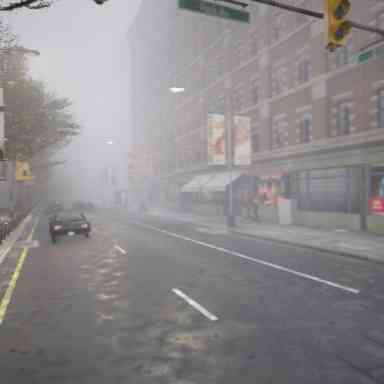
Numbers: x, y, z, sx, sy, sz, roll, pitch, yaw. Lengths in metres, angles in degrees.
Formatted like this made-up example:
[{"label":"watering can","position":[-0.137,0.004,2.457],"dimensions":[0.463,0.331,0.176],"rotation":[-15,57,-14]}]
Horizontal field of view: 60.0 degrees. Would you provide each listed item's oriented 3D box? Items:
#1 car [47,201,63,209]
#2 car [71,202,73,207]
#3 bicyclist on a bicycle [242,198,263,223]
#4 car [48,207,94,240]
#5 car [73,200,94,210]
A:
[{"label":"car","position":[-17.787,1.870,43.282],"dimensions":[1.812,1.442,4.674],"rotation":[-1,0,-23]},{"label":"car","position":[-17.251,1.899,50.762],"dimensions":[1.994,1.385,4.181],"rotation":[-1,0,-24]},{"label":"bicyclist on a bicycle","position":[3.953,1.226,21.788],"dimensions":[1.656,1.620,0.582],"rotation":[-1,0,-24]},{"label":"car","position":[-6.744,1.731,18.140],"dimensions":[1.895,1.301,4.718],"rotation":[-1,0,-24]},{"label":"car","position":[-13.759,1.745,42.736],"dimensions":[1.882,1.535,5.008],"rotation":[-1,0,-24]}]
